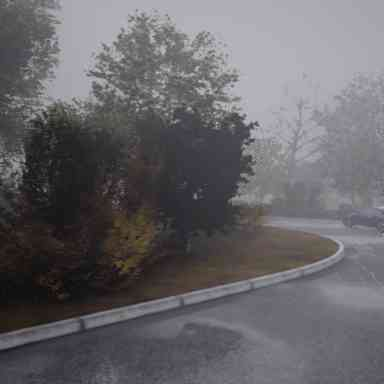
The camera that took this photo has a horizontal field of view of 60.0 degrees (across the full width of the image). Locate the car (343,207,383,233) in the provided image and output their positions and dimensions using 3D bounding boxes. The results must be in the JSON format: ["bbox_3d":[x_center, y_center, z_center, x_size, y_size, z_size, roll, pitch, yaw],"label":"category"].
[{"bbox_3d":[11.399,1.623,20.458,1.812,1.442,4.674,1,0,-13],"label":"car"}]
